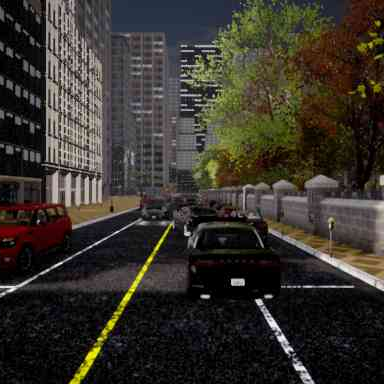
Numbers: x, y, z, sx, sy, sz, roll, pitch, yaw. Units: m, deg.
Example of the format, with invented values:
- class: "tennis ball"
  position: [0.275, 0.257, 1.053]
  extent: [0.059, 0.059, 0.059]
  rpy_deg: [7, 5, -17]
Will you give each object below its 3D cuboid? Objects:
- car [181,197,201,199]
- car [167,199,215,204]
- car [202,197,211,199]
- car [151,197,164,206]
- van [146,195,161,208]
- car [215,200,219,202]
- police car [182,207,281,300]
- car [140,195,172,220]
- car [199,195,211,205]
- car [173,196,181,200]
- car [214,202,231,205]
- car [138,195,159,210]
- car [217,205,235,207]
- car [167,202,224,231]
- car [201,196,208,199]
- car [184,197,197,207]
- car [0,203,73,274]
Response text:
- class: "car"
  position: [-0.156, 1.515, 43.468]
  extent: [1.812, 1.442, 4.674]
  rpy_deg: [0, 0, 0]
- class: "car"
  position: [0.078, 1.501, 24.801]
  extent: [1.837, 1.490, 4.892]
  rpy_deg: [0, 0, 17]
- class: "car"
  position: [2.419, 1.557, 38.310]
  extent: [1.947, 1.339, 4.313]
  rpy_deg: [0, 0, 0]
- class: "car"
  position: [-5.686, 1.564, 55.004]
  extent: [1.802, 1.307, 4.206]
  rpy_deg: [0, 0, 0]
- class: "van"
  position: [-5.659, 1.327, 49.463]
  extent: [1.690, 1.788, 3.998]
  rpy_deg: [0, 0, 0]
- class: "car"
  position: [2.472, 1.561, 27.211]
  extent: [1.947, 1.339, 4.313]
  rpy_deg: [0, 0, 0]
- class: "police car"
  position: [0.819, 1.424, 8.585]
  extent: [1.930, 1.638, 5.238]
  rpy_deg: [0, 0, 0]
- class: "car"
  position: [-2.942, 1.346, 27.830]
  extent: [2.097, 1.767, 4.553]
  rpy_deg: [0, 0, 0]
- class: "car"
  position: [2.313, 1.418, 60.509]
  extent: [1.967, 1.590, 4.097]
  rpy_deg: [0, 0, 0]
- class: "car"
  position: [-3.064, 1.534, 73.231]
  extent: [1.994, 1.385, 4.181]
  rpy_deg: [0, 0, 0]
- class: "car"
  position: [2.499, 1.578, 21.661]
  extent: [1.802, 1.307, 4.206]
  rpy_deg: [0, 0, 0]
- class: "car"
  position: [-5.633, 1.304, 43.922]
  extent: [2.192, 1.841, 5.009]
  rpy_deg: [0, 0, 0]
- class: "car"
  position: [2.526, 1.548, 16.111]
  extent: [2.008, 1.369, 4.403]
  rpy_deg: [0, 0, 0]
- class: "car"
  position: [0.174, 1.502, 18.208]
  extent: [1.837, 1.490, 4.892]
  rpy_deg: [0, 0, -15]
- class: "car"
  position: [2.366, 1.568, 49.410]
  extent: [1.802, 1.307, 4.206]
  rpy_deg: [0, 0, 0]
- class: "car"
  position: [-0.215, 1.531, 53.451]
  extent: [2.033, 1.411, 5.357]
  rpy_deg: [0, 0, 0]
- class: "car"
  position: [-5.475, 1.314, 10.673]
  extent: [2.192, 1.841, 5.009]
  rpy_deg: [0, 0, 0]
